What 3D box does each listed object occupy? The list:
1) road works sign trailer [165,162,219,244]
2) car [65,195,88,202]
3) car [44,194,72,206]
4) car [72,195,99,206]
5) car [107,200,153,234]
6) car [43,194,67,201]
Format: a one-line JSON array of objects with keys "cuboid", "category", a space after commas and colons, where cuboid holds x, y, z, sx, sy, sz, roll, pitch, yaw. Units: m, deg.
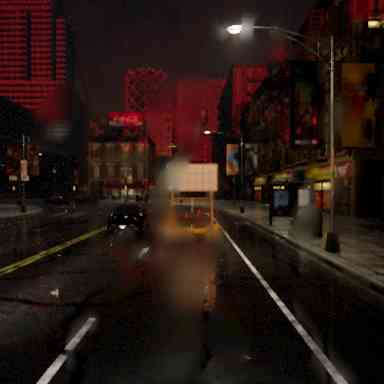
[{"cuboid": [0.011, 0.403, 15.319, 2.380, 3.560, 2.880, 0, 0, 0], "category": "road works sign trailer"}, {"cuboid": [-23.901, 1.323, 68.706, 4.718, 1.301, 1.895, 0, 0, 30], "category": "car"}, {"cuboid": [-19.826, 1.406, 49.094, 4.718, 1.301, 1.895, 0, 0, 44], "category": "car"}, {"cuboid": [-15.517, 1.282, 49.420, 1.882, 1.535, 5.008, 0, 0, -42], "category": "car"}, {"cuboid": [-3.386, 1.431, 18.636, 1.837, 1.490, 4.892, 0, 0, 0], "category": "car"}, {"cuboid": [-29.203, 1.239, 70.881, 4.674, 1.452, 2.002, 0, 0, 20], "category": "car"}]
